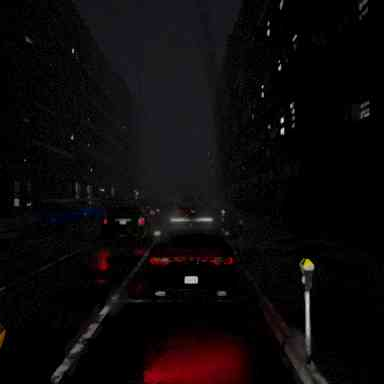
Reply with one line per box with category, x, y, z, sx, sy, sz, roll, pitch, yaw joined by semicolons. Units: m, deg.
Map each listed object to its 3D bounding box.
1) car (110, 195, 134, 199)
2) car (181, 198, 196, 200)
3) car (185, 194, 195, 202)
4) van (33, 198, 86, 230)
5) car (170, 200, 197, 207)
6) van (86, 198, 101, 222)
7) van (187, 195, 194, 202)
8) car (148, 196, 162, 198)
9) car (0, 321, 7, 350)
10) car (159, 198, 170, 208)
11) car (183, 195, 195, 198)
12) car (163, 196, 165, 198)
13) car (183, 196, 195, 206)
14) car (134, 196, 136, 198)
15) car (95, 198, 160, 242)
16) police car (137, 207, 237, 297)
car;-8.312;1.366;37.346;2.192;1.841;5.009;1;0;0
car;-0.437;1.582;31.754;1.887;1.381;4.507;1;0;0
car;-0.469;1.521;81.536;2.192;1.841;5.009;1;0;0
van;-8.311;1.359;20.753;1.690;1.788;3.998;2;0;0
car;-0.437;1.572;26.224;1.887;1.381;4.507;1;0;0
van;-8.312;1.368;26.285;1.690;1.788;3.998;1;0;0
van;-0.470;1.576;87.068;1.690;1.788;3.998;1;0;0
car;-5.780;1.618;45.770;2.033;1.411;5.357;0;0;0
car;-3.020;1.456;1.580;1.801;1.575;5.366;0;0;0
car;-3.003;1.602;31.719;1.994;1.385;4.181;0;0;1
car;-0.427;1.490;37.286;1.967;1.590;4.097;1;0;0
car;-8.322;1.847;92.652;1.802;1.307;4.206;1;0;0
car;-0.470;1.553;59.411;1.967;1.590;4.097;1;0;0
car;-8.312;1.379;42.876;2.192;1.841;5.009;1;0;0
car;-3.000;1.363;16.641;2.097;1.767;4.553;0;0;0
police car;-0.012;1.430;8.763;1.930;1.638;5.238;0;0;0
